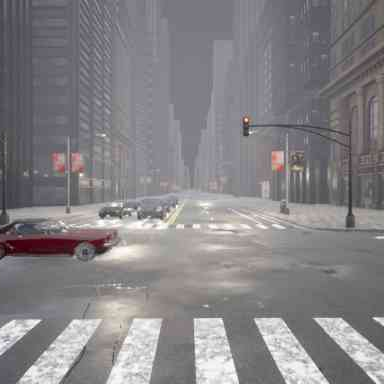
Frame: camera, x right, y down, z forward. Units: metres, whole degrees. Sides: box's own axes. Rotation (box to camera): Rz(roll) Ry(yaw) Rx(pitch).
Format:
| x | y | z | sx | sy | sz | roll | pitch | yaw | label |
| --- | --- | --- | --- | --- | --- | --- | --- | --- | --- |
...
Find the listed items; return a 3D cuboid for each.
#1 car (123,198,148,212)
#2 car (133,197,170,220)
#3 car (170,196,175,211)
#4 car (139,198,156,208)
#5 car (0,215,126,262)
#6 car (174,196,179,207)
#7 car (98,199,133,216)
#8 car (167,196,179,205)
| x | y | z | sx | sy | sz | roll | pitch | yaw | label |
| --- | --- | --- | --- | --- | --- | --- | --- | --- | --- |
| -6.567 | 1.522 | 39.423 | 2.033 | 1.411 | 5.357 | 0 | 0 | 0 | car |
| -3.326 | 1.337 | 28.066 | 2.097 | 1.767 | 4.553 | 0 | 0 | 0 | car |
| -3.320 | 1.524 | 37.540 | 2.033 | 1.411 | 5.357 | 0 | 0 | 0 | car |
| -6.565 | 1.565 | 49.509 | 1.895 | 1.301 | 4.718 | 0 | 0 | 0 | car |
| -4.933 | 1.593 | 11.464 | 4.718 | 1.301 | 1.895 | 0 | 0 | 0 | car |
| -3.319 | 1.530 | 47.439 | 1.994 | 1.385 | 4.181 | 0 | 0 | 0 | car |
| -6.551 | 1.531 | 29.324 | 2.033 | 1.411 | 5.357 | 0 | 0 | 4 | car |
| -3.273 | 1.455 | 57.813 | 1.837 | 1.490 | 4.892 | 0 | 0 | 0 | car |
